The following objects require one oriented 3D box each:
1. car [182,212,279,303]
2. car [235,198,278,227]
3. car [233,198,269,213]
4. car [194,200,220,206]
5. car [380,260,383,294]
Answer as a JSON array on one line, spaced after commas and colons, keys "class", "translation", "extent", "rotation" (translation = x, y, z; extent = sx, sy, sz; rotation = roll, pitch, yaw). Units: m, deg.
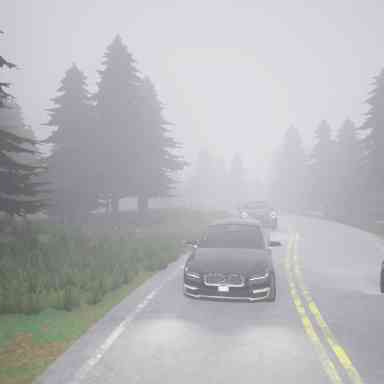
[{"class": "car", "translation": [1.092, 1.496, 8.415], "extent": [1.837, 1.490, 4.892], "rotation": [-1, 0, 12]}, {"class": "car", "translation": [3.879, 1.270, 20.367], "extent": [2.097, 1.767, 4.553], "rotation": [-1, 0, 5]}, {"class": "car", "translation": [6.208, 1.410, 35.736], "extent": [1.837, 1.490, 4.892], "rotation": [2, -1, -16]}, {"class": "car", "translation": [1.926, 1.799, 44.862], "extent": [1.812, 1.442, 4.674], "rotation": [3, -5, -35]}, {"class": "car", "translation": [4.494, 1.308, 4.645], "extent": [2.097, 1.767, 4.553], "rotation": [-1, 0, 8]}]
